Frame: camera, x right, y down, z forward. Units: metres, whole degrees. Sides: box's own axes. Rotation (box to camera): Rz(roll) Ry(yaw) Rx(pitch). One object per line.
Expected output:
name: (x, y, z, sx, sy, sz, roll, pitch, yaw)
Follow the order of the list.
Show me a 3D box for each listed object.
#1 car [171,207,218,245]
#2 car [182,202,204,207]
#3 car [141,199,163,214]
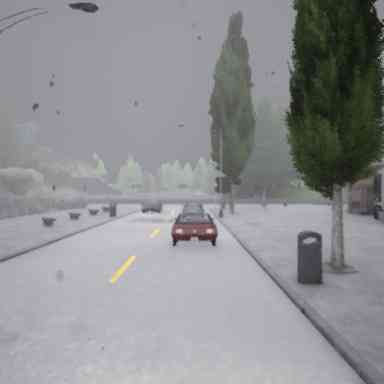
car: (0.102, 1.564, 15.327, 1.895, 1.301, 4.718, 0, 0, 0)
car: (0.104, 1.496, 28.501, 1.994, 1.385, 4.181, 0, 0, 0)
car: (-3.996, 1.466, 34.344, 2.033, 1.411, 5.357, 0, 0, 0)
